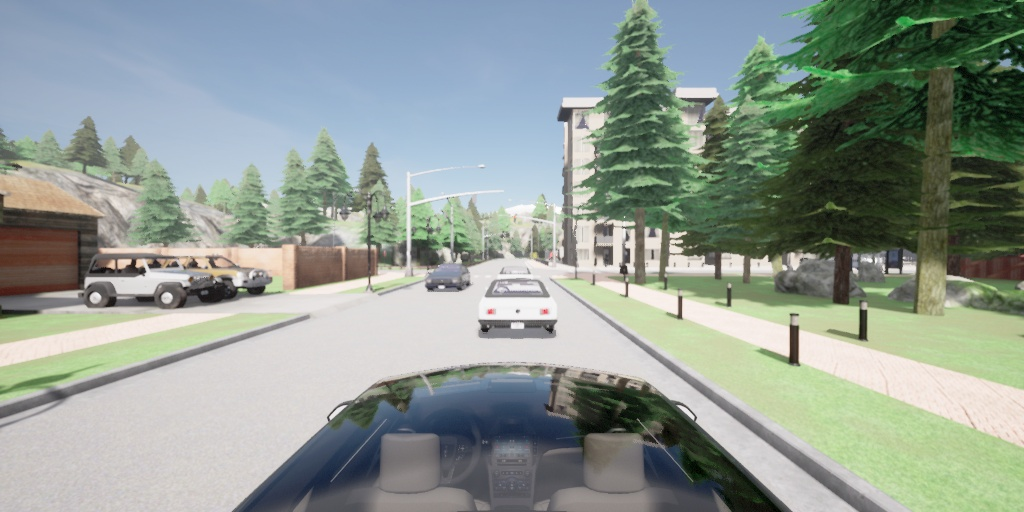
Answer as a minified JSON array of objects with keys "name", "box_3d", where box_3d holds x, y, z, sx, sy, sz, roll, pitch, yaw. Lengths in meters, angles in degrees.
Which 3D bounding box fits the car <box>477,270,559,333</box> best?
[{"name":"car","box_3d":[0.140,1.272,10.365,1.895,1.301,4.718,0,1,0]}]

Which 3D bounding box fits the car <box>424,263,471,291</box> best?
[{"name":"car","box_3d":[-3.441,1.127,20.320,2.033,1.411,5.357,0,1,1]}]

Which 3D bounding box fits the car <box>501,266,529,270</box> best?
[{"name":"car","box_3d":[0.178,1.187,19.617,1.895,1.301,4.718,0,1,0]}]
